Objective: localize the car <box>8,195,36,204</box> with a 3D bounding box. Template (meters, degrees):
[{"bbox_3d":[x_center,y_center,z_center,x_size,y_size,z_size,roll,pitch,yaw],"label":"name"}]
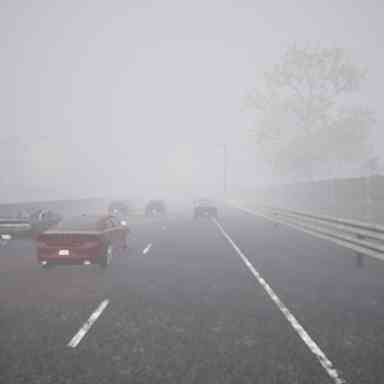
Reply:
[{"bbox_3d":[-24.576,1.245,48.166,2.097,1.767,4.553,0,0,0],"label":"car"}]

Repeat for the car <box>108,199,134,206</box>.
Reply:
[{"bbox_3d":[-6.905,1.432,32.550,1.837,1.490,4.892,0,0,0],"label":"car"}]

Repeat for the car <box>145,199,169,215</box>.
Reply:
[{"bbox_3d":[-3.405,1.432,32.517,1.837,1.490,4.892,0,0,0],"label":"car"}]

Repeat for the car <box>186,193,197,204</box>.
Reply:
[{"bbox_3d":[-0.009,1.418,60.782,2.033,1.411,5.357,0,0,0],"label":"car"}]

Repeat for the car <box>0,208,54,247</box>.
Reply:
[{"bbox_3d":[-6.903,1.457,14.848,2.128,1.511,4.902,0,0,0],"label":"car"}]

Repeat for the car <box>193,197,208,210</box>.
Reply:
[{"bbox_3d":[1.044,1.412,42.915,1.837,1.490,4.892,0,0,0],"label":"car"}]

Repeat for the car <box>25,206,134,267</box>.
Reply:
[{"bbox_3d":[-3.399,1.451,11.301,1.882,1.535,5.008,0,0,0],"label":"car"}]

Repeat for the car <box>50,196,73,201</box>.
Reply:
[{"bbox_3d":[-17.584,1.498,46.506,1.895,1.301,4.718,0,0,0],"label":"car"}]

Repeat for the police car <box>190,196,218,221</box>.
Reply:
[{"bbox_3d":[1.046,1.365,27.023,1.930,1.638,5.238,0,0,0],"label":"police car"}]

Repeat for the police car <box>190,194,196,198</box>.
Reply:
[{"bbox_3d":[1.045,1.343,37.024,1.930,1.638,5.238,0,0,0],"label":"police car"}]

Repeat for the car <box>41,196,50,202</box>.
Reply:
[{"bbox_3d":[-21.066,1.380,50.344,2.128,1.511,4.902,0,0,0],"label":"car"}]
